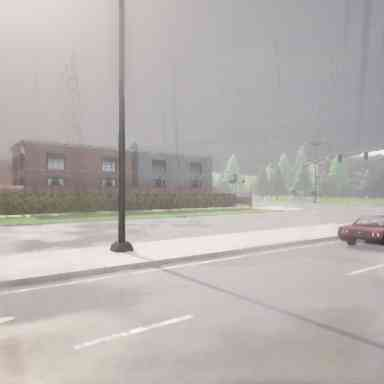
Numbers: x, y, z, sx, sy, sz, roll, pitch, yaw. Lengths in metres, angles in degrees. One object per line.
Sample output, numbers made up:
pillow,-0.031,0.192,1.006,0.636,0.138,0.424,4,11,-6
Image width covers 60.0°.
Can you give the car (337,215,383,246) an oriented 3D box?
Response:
car,8.293,1.614,14.084,4.718,1.301,1.895,0,0,-35
